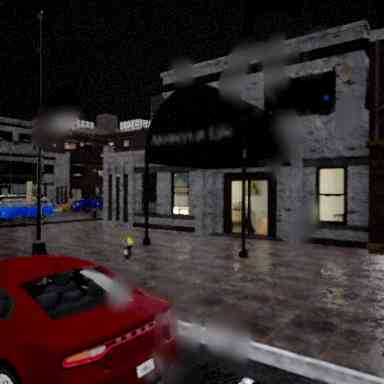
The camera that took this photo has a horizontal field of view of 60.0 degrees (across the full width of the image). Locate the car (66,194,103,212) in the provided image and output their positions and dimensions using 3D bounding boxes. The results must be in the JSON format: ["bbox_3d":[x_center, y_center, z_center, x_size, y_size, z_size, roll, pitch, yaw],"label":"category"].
[{"bbox_3d":[-11.635,1.287,39.609,2.150,2.045,5.566,0,0,36],"label":"car"}]

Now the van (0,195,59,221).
[{"bbox_3d":[-13.352,1.416,27.094,1.690,1.788,3.998,0,0,35],"label":"van"}]

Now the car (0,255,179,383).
[{"bbox_3d":[-2.261,1.545,4.480,4.507,1.381,1.887,0,0,35],"label":"car"}]

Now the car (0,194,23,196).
[{"bbox_3d":[-17.590,1.260,31.131,2.150,2.045,5.566,0,0,35],"label":"car"}]

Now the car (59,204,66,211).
[{"bbox_3d":[-13.955,1.572,40.823,1.752,1.417,4.829,0,0,35],"label":"car"}]
